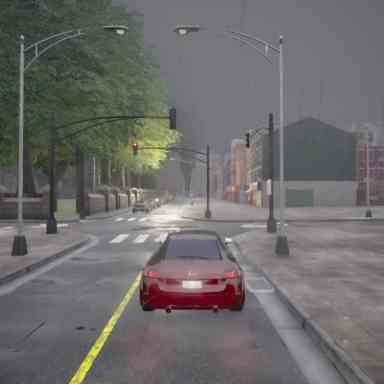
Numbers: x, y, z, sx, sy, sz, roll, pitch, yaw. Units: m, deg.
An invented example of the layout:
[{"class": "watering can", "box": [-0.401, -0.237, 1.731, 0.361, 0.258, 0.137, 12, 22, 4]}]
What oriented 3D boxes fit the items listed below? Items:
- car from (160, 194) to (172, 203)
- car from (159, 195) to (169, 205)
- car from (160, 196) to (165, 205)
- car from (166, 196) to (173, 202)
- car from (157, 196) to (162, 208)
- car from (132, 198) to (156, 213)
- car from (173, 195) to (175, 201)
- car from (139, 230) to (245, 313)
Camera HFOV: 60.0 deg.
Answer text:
[{"class": "car", "box": [-5.702, 1.421, 65.763, 2.192, 1.841, 5.009, 1, 0, 0]}, {"class": "car", "box": [-5.665, 1.669, 60.312, 1.802, 1.307, 4.206, 1, 0, 0]}, {"class": "car", "box": [-5.578, 1.623, 49.412, 1.947, 1.339, 4.313, 1, 0, 0]}, {"class": "car", "box": [-5.879, 1.732, 87.393, 1.752, 1.417, 4.829, 1, 0, 0]}, {"class": "car", "box": [-5.535, 1.597, 43.962, 2.008, 1.369, 4.403, 1, 0, 0]}, {"class": "car", "box": [-5.506, 1.585, 36.827, 2.008, 1.369, 4.403, 1, 0, 0]}, {"class": "car", "box": [-5.835, 1.618, 82.113, 1.967, 1.590, 4.097, 1, 0, 0]}, {"class": "car", "box": [0.021, 1.568, 7.744, 1.994, 1.385, 4.181, 0, 0, 1]}]
